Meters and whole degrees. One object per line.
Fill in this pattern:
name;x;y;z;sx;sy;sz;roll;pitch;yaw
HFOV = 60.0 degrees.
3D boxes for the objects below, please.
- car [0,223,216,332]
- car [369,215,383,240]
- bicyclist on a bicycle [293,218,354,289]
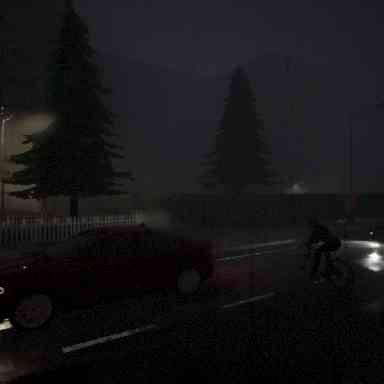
car;-1.779;1.477;7.034;5.008;1.535;1.882;0;0;-36
car;10.203;1.563;15.725;4.181;1.385;1.994;0;0;-36
bicyclist on a bicycle;3.117;1.455;8.078;0.582;1.620;1.656;0;-2;-36
